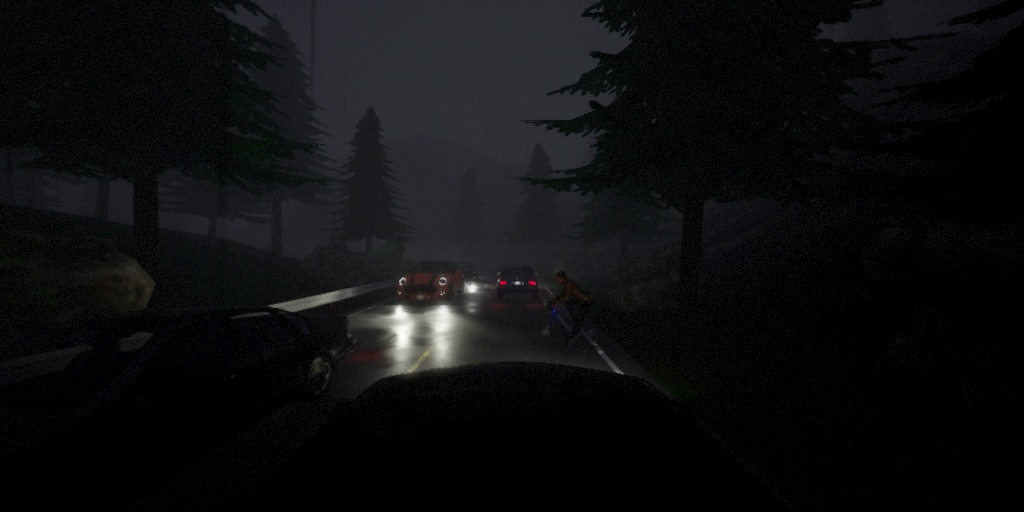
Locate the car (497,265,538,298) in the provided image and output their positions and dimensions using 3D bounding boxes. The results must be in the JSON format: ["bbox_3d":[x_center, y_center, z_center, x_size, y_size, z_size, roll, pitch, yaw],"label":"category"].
[{"bbox_3d":[0.267,1.143,17.198,2.033,1.411,5.357,0,1,1],"label":"car"}]

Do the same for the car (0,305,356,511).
[{"bbox_3d":[-3.576,1.275,3.620,2.033,1.411,5.357,0,1,2],"label":"car"}]

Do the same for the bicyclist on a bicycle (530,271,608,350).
[{"bbox_3d":[1.192,1.142,7.507,1.656,1.620,0.582,0,1,0],"label":"bicyclist on a bicycle"}]

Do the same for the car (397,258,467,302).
[{"bbox_3d":[-3.457,0.956,15.848,2.097,1.767,4.553,0,1,1],"label":"car"}]

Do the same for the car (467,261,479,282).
[{"bbox_3d":[-3.433,1.080,25.305,1.994,1.385,4.181,0,1,-8],"label":"car"}]
